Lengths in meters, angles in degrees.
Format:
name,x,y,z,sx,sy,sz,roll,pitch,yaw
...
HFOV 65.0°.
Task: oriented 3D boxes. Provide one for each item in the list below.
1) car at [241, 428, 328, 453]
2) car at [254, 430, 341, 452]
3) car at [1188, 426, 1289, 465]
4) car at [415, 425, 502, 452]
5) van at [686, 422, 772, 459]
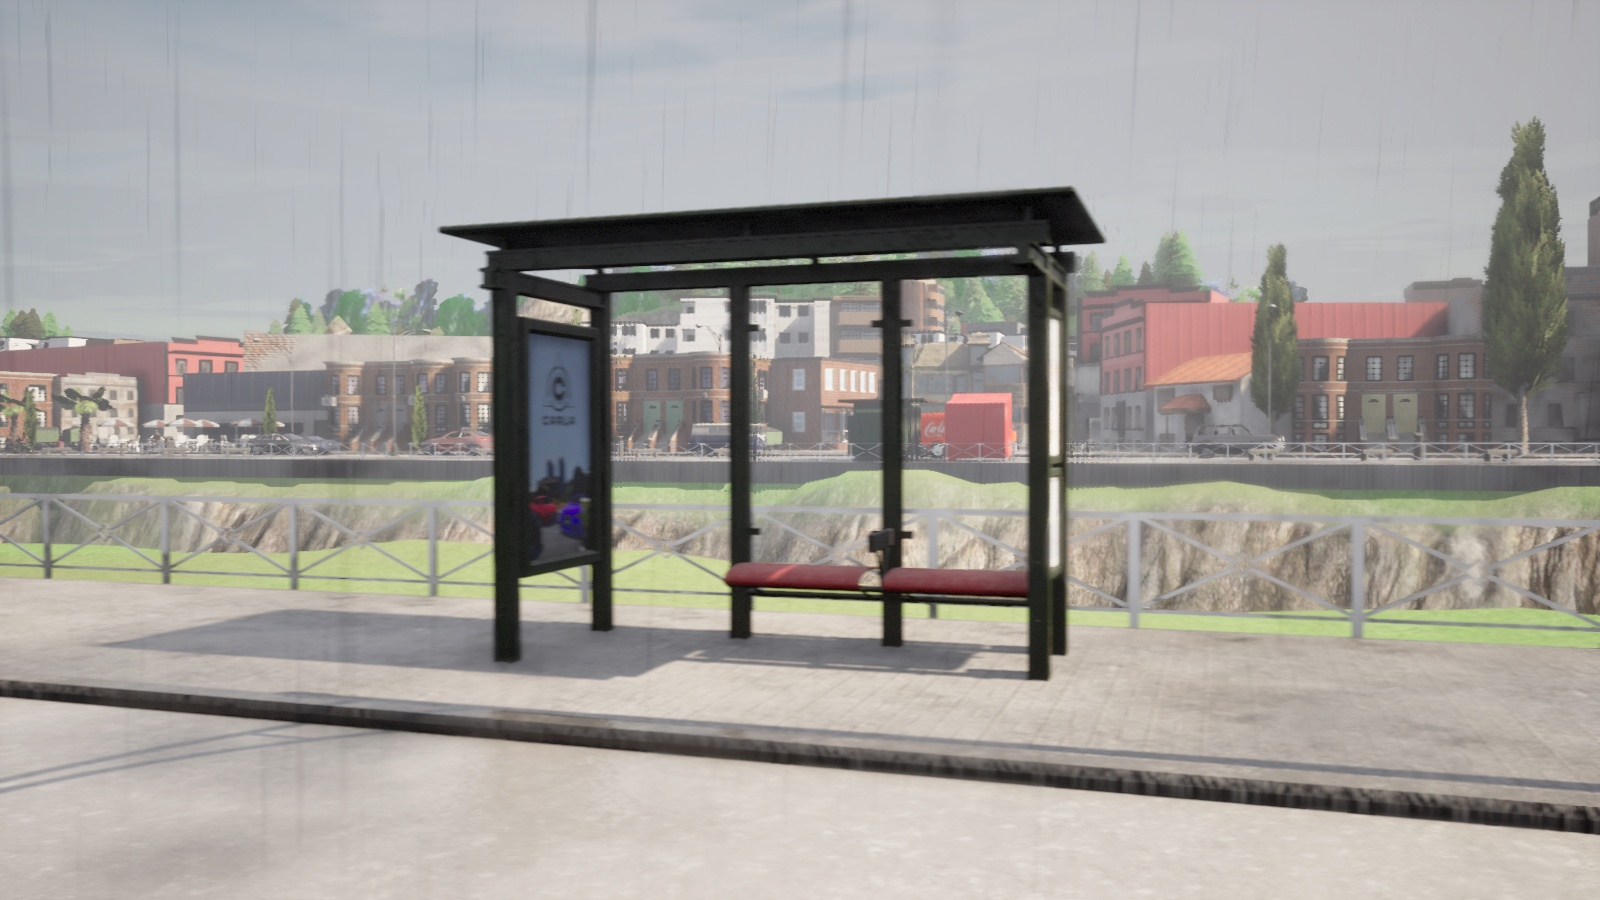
name,x,y,z,sx,sy,sz,roll,pitch,yaw
car,-32.747,-0.619,79.822,4.902,1.511,2.128,1,1,19
car,-33.784,-0.604,84.390,5.357,1.411,2.033,1,1,19
car,21.454,-0.263,61.602,4.605,1.855,1.932,1,1,19
car,-21.877,-0.764,80.384,5.027,1.651,2.152,1,1,19
van,-3.950,-0.559,70.140,4.442,1.987,1.775,1,1,19
